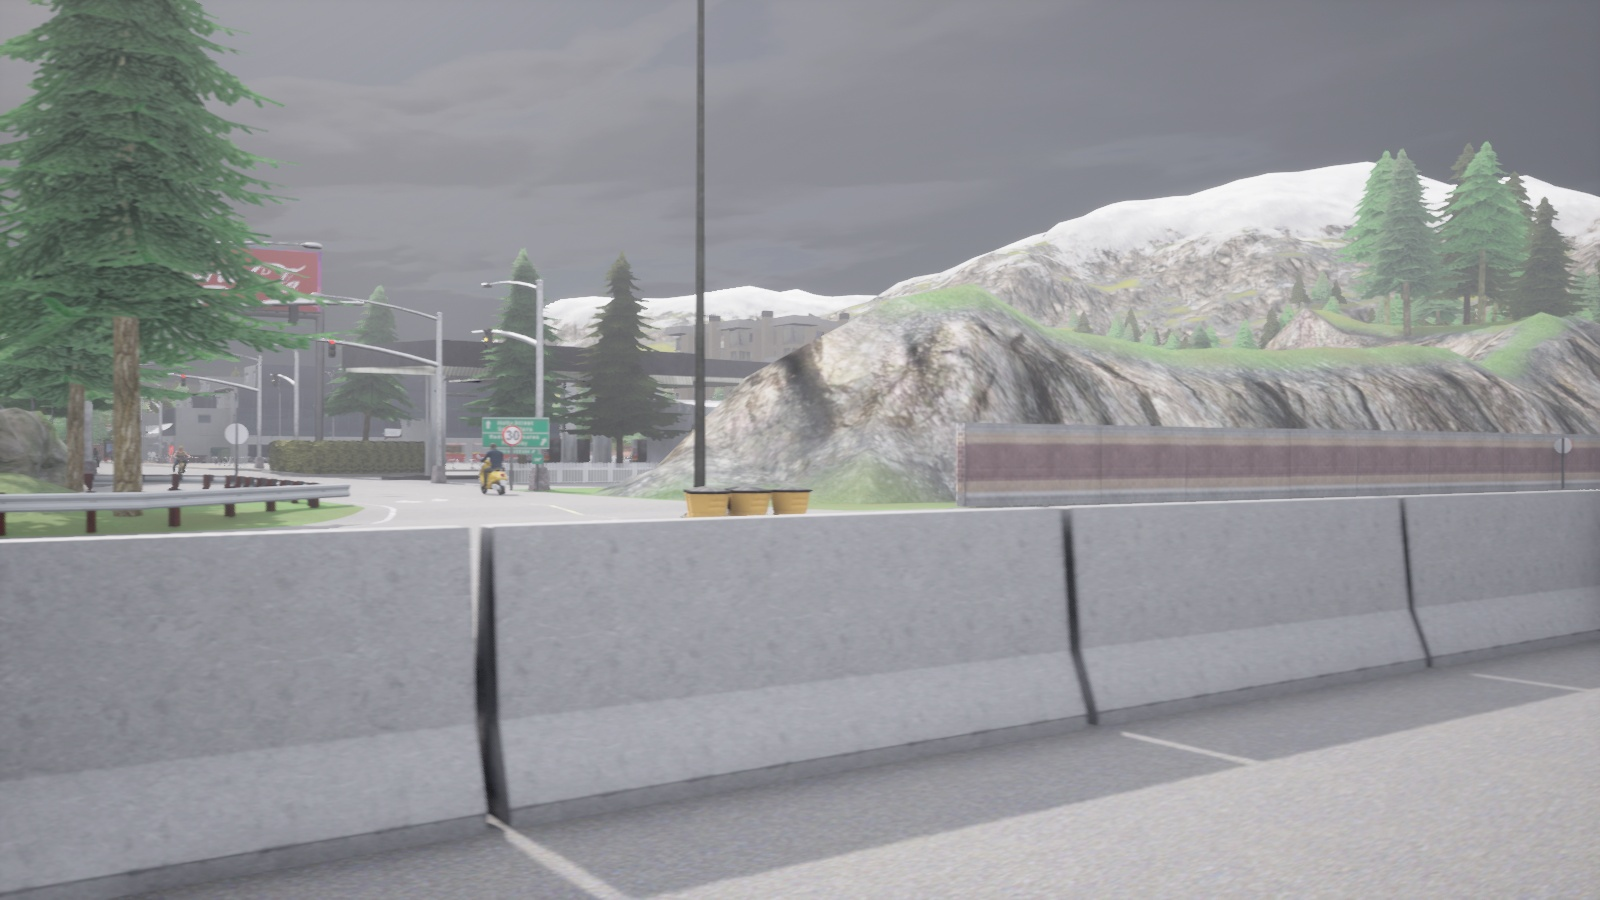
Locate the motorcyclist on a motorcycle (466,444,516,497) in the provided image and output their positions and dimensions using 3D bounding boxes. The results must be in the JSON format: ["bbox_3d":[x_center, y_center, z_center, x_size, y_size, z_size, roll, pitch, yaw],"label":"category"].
[{"bbox_3d":[-9.460,0.616,38.378,0.866,1.590,1.817,0,0,-36],"label":"motorcyclist on a motorcycle"}]
